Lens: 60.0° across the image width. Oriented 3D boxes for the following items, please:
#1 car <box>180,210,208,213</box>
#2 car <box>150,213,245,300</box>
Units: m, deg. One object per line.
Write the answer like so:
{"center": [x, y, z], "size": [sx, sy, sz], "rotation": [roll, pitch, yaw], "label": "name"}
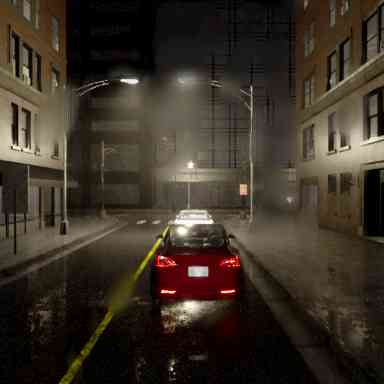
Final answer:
{"center": [0.096, 1.603, 17.464], "size": [1.895, 1.301, 4.718], "rotation": [0, 0, 0], "label": "car"}
{"center": [0.107, 1.504, 8.448], "size": [2.163, 1.488, 4.792], "rotation": [0, 0, 0], "label": "car"}
